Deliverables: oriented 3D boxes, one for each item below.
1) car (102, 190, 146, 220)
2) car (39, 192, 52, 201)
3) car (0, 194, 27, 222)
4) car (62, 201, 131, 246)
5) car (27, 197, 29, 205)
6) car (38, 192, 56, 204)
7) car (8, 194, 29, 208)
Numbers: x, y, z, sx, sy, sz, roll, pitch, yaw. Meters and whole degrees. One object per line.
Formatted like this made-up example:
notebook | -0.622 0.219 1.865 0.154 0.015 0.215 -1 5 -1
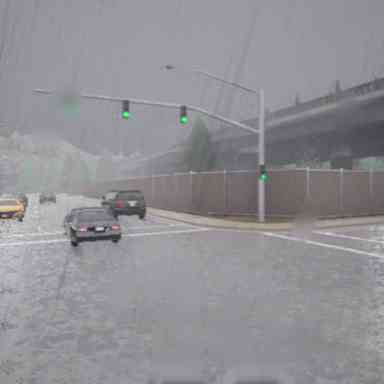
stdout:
car | -4.919 0.858 23.372 2.150 2.045 5.566 -1 1 -26
car | -25.503 0.776 57.783 1.837 1.490 4.892 -1 1 -26
car | -12.764 1.192 23.091 1.882 1.535 5.008 -1 1 -26
car | -4.461 1.345 14.378 2.033 1.411 5.357 -1 2 -26
car | -16.834 1.092 31.591 1.882 1.535 5.008 -1 1 -25
car | -21.055 0.731 48.553 2.097 1.767 4.553 -1 1 -26
car | -21.184 0.998 40.769 2.128 1.511 4.902 -1 1 -26
